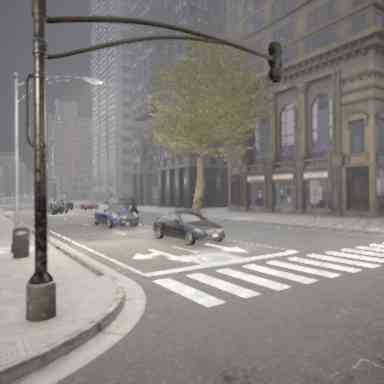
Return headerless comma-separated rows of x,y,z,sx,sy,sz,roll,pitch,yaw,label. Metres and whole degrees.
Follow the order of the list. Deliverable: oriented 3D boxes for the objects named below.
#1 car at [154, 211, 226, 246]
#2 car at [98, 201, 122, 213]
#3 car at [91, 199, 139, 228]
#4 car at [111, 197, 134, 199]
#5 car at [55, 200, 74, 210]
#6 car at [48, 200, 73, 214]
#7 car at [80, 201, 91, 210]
-0.289,1.692,16.649,1.812,1.442,4.674,0,-1,-35,car
-11.409,2.031,45.907,1.994,1.385,4.181,0,0,-32,car
-5.710,1.639,24.984,2.097,1.767,4.553,0,0,-33,car
-7.475,1.585,34.027,2.150,2.045,5.566,0,0,-33,car
-21.207,2.079,55.118,1.882,1.535,5.008,0,-1,-33,car
-17.576,2.062,43.358,2.033,1.411,5.357,0,0,-33,car
-16.891,2.121,54.273,1.994,1.385,4.181,0,0,-33,car
